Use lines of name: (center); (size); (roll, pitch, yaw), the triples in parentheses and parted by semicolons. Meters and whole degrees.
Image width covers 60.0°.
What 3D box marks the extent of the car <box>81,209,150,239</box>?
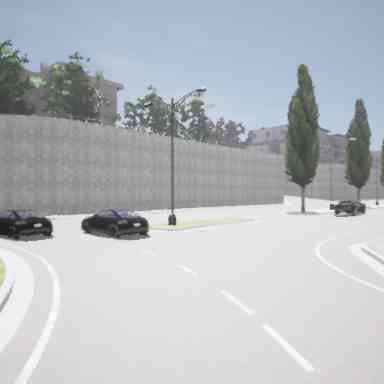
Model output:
car: (-4.131, 1.573, 17.618); (4.181, 1.385, 1.994); (0, 0, 44)

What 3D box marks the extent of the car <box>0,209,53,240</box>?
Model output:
car: (-9.033, 1.574, 17.157); (4.181, 1.385, 1.994); (0, 0, 36)

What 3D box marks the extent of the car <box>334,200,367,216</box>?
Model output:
car: (15.622, 1.518, 32.708); (1.837, 1.490, 4.892); (0, 0, 44)
